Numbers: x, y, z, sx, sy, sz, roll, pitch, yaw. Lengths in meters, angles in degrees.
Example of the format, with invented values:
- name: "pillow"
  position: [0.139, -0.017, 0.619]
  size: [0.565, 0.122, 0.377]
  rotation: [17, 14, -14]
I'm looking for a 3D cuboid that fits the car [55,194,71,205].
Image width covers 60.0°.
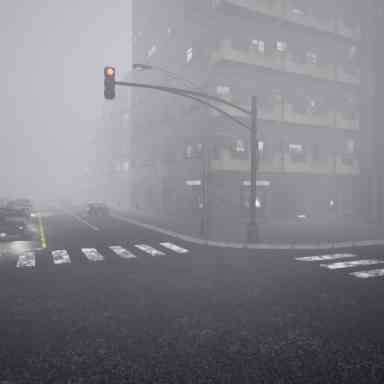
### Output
- name: "car"
  position: [-22.339, 1.410, 58.104]
  size: [1.967, 1.590, 4.097]
  rotation: [-1, 0, -25]

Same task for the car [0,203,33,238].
- name: "car"
  position: [-9.585, 1.538, 17.383]
  size: [2.033, 1.411, 5.357]
  rotation: [0, 0, -25]

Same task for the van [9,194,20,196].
- name: "van"
  position: [-32.330, 1.311, 59.657]
  size: [1.690, 1.788, 3.998]
  rotation: [-1, 0, -25]

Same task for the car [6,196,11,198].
- name: "car"
  position: [-22.709, 1.524, 39.186]
  size: [1.887, 1.381, 4.507]
  rotation: [-1, 0, -25]

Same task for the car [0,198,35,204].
- name: "car"
  position: [-14.106, 1.477, 27.061]
  size: [2.128, 1.511, 4.902]
  rotation: [0, 0, -25]

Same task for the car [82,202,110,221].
- name: "car"
  position: [-7.911, 1.535, 27.397]
  size: [2.008, 1.369, 4.403]
  rotation: [-1, 0, -25]

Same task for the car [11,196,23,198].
- name: "car"
  position: [-18.388, 1.485, 36.347]
  size: [1.837, 1.490, 4.892]
  rotation: [0, 0, -25]
